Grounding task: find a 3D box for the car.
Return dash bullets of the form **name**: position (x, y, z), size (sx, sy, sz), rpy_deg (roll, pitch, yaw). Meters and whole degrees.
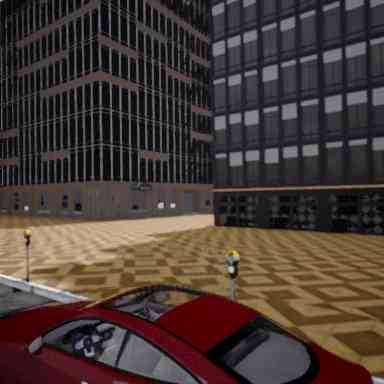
- **car**: position (-0.501, 1.606, 3.239), size (4.206, 1.307, 1.802), rpy_deg (-1, -1, 35)
